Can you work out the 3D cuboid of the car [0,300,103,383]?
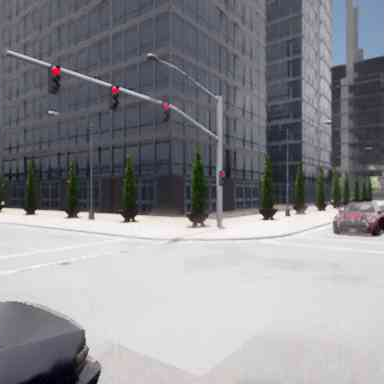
[{"bbox_3d":[-3.053,1.550,1.614,2.033,1.411,5.357,0,0,37],"label":"car"}]

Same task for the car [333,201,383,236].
[{"bbox_3d":[9.343,1.342,18.408,2.097,1.767,4.553,0,0,37],"label":"car"}]
